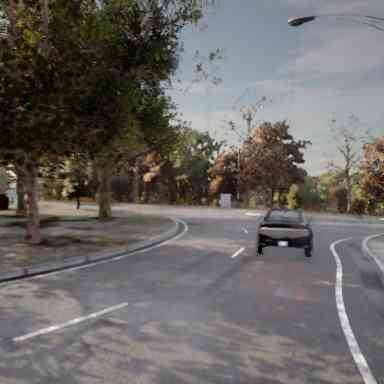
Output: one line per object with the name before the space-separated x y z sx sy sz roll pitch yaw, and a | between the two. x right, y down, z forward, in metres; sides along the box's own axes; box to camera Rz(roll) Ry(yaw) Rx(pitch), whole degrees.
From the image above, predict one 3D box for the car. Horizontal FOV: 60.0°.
car | 3.597 1.406 12.909 2.128 1.511 4.902 1 1 17
